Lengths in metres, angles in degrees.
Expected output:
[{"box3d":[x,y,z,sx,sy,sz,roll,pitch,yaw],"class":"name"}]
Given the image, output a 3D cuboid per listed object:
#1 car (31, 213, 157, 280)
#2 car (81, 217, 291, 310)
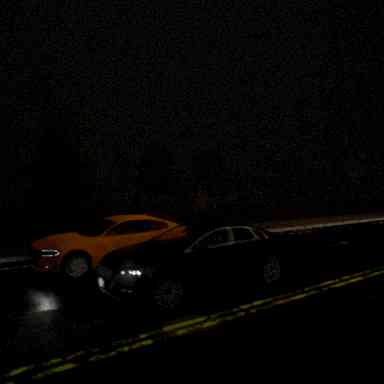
[{"box3d":[-2.156,1.454,10.129,5.008,1.535,1.882,0,0,-35],"class":"car"},{"box3d":[0.245,1.464,7.849,4.902,1.511,2.128,0,0,-35],"class":"car"}]
